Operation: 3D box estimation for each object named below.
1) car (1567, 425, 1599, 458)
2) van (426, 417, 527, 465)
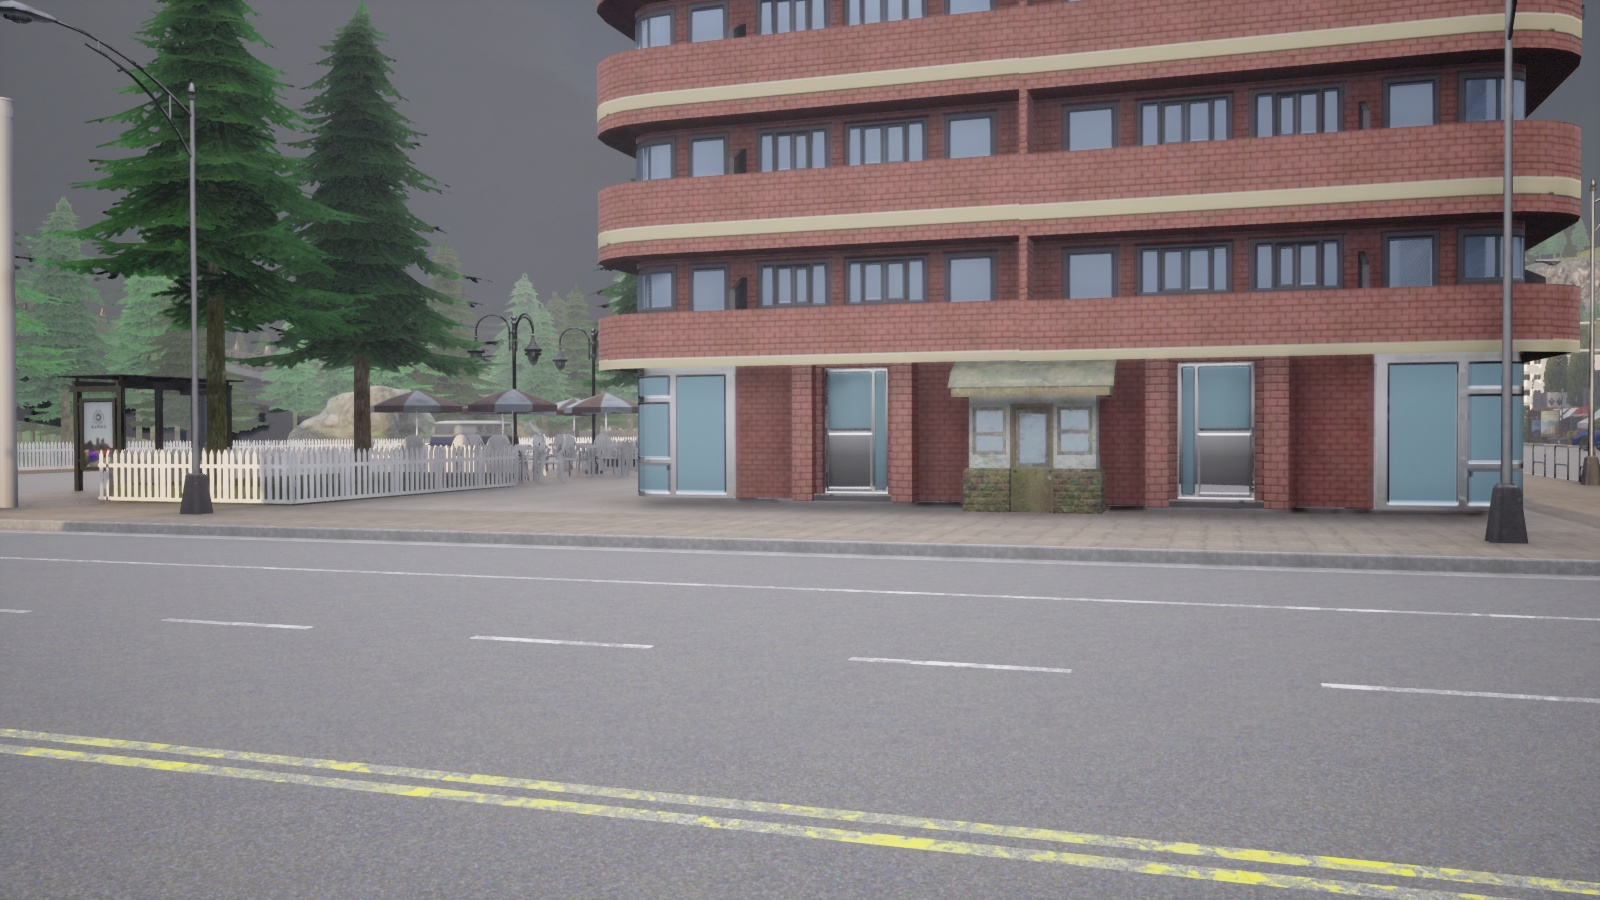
[{"bbox_3d":[50.790,-0.520,77.410,2.150,2.045,5.566,0,1,-31],"label":"car"},{"bbox_3d":[-14.149,-0.414,55.227,1.775,1.987,4.442,1,1,28],"label":"van"}]
